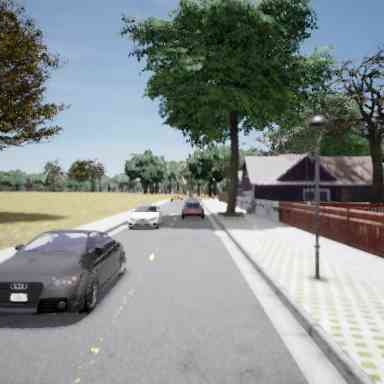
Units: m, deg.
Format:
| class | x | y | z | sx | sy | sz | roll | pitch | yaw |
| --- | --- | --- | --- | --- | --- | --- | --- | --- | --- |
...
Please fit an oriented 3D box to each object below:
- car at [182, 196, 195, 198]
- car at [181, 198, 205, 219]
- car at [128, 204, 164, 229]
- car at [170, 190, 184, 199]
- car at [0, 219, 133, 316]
| class | x | y | z | sx | sy | sz | roll | pitch | yaw |
| --- | --- | --- | --- | --- | --- | --- | --- | --- | --- |
| car | 0.061 | 1.421 | 40.874 | 1.837 | 1.490 | 4.892 | 0 | 1 | 0 |
| car | 0.095 | 1.520 | 29.022 | 1.994 | 1.385 | 4.181 | 0 | 0 | 1 |
| car | -2.853 | 1.501 | 21.471 | 1.812 | 1.442 | 4.674 | 0 | 1 | 1 |
| car | -2.756 | 0.693 | 61.578 | 2.150 | 2.045 | 5.566 | 0 | 0 | 0 |
| car | -2.830 | 1.558 | 7.514 | 1.994 | 1.385 | 4.181 | 0 | 0 | 1 |
